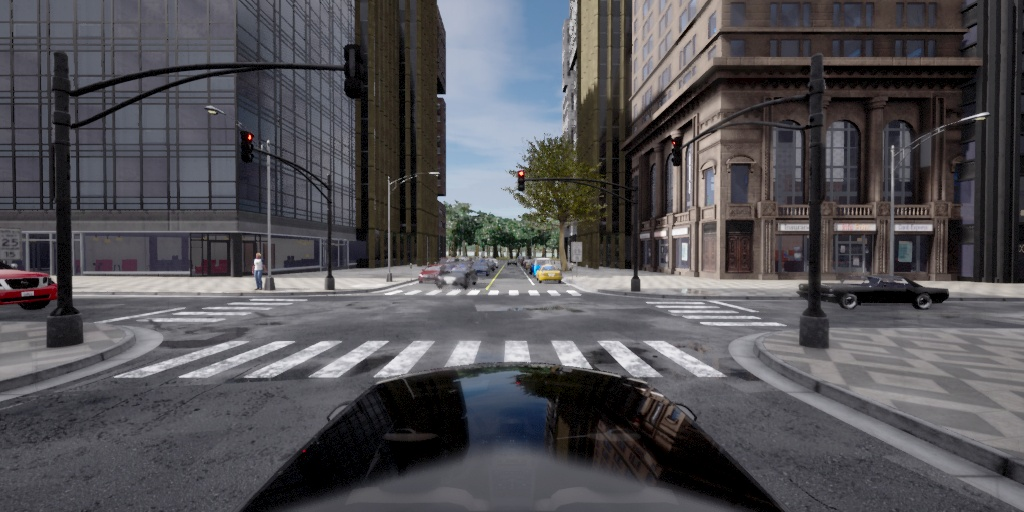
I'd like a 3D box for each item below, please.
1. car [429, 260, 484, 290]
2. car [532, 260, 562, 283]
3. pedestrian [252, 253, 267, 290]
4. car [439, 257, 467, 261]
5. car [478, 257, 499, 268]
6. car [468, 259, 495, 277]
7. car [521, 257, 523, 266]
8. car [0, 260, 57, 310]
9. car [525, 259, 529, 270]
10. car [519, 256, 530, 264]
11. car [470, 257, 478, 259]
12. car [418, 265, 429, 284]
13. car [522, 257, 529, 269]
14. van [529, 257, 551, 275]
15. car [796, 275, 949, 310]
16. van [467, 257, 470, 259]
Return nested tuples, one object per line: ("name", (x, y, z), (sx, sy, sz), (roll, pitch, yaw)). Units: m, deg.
("car", (-3.372, 1.225, 22.732), (2.128, 1.511, 4.902), (0, 0, 4))
("car", (2.740, 1.253, 27.160), (1.751, 1.417, 4.829), (0, 0, 0))
("pedestrian", (-12.537, 0.740, 17.796), (0.375, 1.860, 0.375), (0, 0, 0))
("car", (-5.790, 1.033, 32.654), (2.192, 1.841, 5.009), (0, 0, 0))
("car", (-3.126, 1.182, 46.324), (2.128, 1.511, 4.902), (0, 0, 0))
("car", (-3.123, 1.261, 35.621), (2.033, 1.411, 5.357), (0, 0, 0))
("car", (2.716, 1.211, 55.388), (1.888, 1.381, 4.507), (0, 0, 0))
("car", (-18.383, 0.841, 11.542), (5.566, 2.045, 2.150), (1, 1, 0))
("car", (2.730, 1.274, 38.349), (1.948, 1.339, 4.313), (0, 0, 0))
("car", (2.711, 1.201, 61.067), (2.007, 1.370, 4.403), (0, 0, 0))
("car", (-5.800, 1.010, 44.014), (2.192, 1.841, 5.009), (0, 0, 0))
("car", (-5.785, 1.310, 26.973), (1.802, 1.307, 4.207), (0, 0, 0))
("car", (2.721, 1.207, 49.879), (1.751, 1.417, 4.829), (0, 0, 0))
("van", (2.735, 1.059, 32.670), (1.690, 1.789, 3.998), (0, 0, 0))
("car", (14.698, 1.443, 14.844), (4.718, 1.301, 1.895), (0, 1, 0))
("van", (-5.795, 1.049, 38.334), (1.690, 1.789, 3.998), (0, 0, 0))
